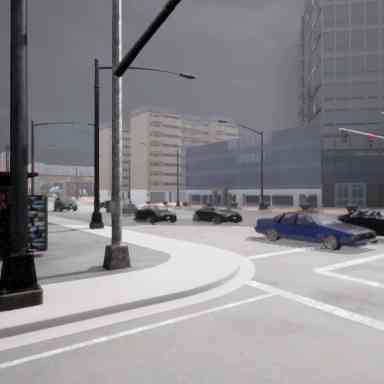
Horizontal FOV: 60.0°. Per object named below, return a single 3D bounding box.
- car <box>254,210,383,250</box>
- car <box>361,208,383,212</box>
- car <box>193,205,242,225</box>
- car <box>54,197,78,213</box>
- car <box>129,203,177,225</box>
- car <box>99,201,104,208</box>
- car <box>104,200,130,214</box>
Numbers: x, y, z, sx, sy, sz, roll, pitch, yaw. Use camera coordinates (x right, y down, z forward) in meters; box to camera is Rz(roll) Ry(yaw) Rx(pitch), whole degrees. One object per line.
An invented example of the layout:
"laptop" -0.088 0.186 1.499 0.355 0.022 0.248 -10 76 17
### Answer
"car" 5.210 1.593 14.844 2.033 1.411 5.357 0 0 -35
"car" 9.311 1.534 15.761 2.128 1.511 4.902 0 0 -42
"car" 1.873 1.708 25.457 1.994 1.385 4.181 0 -1 -36
"car" -17.835 1.778 46.775 2.150 2.045 5.566 0 -1 -36
"car" -2.914 1.747 26.094 1.994 1.385 4.181 0 -1 -36
"car" -15.863 2.281 62.138 1.994 1.385 4.181 0 -1 -36
"car" -8.188 1.733 39.330 2.097 1.767 4.553 0 -1 -36
